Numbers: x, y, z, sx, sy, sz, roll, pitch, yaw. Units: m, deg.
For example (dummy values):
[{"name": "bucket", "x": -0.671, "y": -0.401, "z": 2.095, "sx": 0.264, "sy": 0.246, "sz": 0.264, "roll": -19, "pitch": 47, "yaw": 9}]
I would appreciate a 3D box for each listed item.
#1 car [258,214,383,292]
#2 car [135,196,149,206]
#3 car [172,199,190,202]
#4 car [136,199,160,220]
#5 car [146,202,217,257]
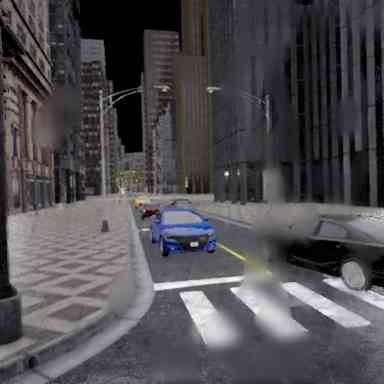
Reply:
[{"name": "car", "x": 3.658, "y": 1.303, "z": 8.645, "sx": 1.882, "sy": 1.535, "sz": 5.008, "roll": -3, "pitch": 1, "yaw": -23}, {"name": "car", "x": -6.331, "y": 1.318, "z": 42.921, "sx": 1.882, "sy": 1.535, "sz": 5.008, "roll": -2, "pitch": 0, "yaw": -11}, {"name": "car", "x": -0.989, "y": 1.343, "z": 31.342, "sx": 1.994, "sy": 1.385, "sz": 4.181, "roll": -2, "pitch": 1, "yaw": -11}, {"name": "car", "x": -3.260, "y": 1.484, "z": 27.071, "sx": 1.895, "sy": 1.301, "sz": 4.718, "roll": -2, "pitch": 1, "yaw": -11}, {"name": "car", "x": -0.503, "y": 1.393, "z": 13.056, "sx": 1.882, "sy": 1.535, "sz": 5.008, "roll": -2, "pitch": 0, "yaw": -13}]
